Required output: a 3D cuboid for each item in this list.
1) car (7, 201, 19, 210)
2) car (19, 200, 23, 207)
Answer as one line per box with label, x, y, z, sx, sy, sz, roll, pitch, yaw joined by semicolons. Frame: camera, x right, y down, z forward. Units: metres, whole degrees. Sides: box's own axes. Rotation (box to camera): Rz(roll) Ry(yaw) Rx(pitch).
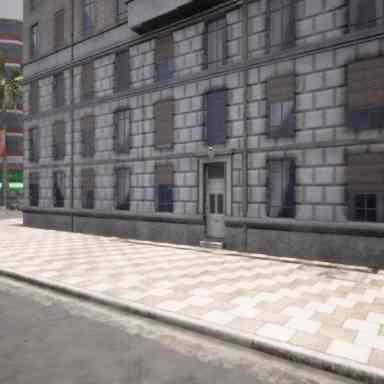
car;-20.821;1.561;41.787;1.994;1.385;4.181;0;0;36
car;-17.725;1.523;40.103;1.812;1.442;4.674;0;0;36
